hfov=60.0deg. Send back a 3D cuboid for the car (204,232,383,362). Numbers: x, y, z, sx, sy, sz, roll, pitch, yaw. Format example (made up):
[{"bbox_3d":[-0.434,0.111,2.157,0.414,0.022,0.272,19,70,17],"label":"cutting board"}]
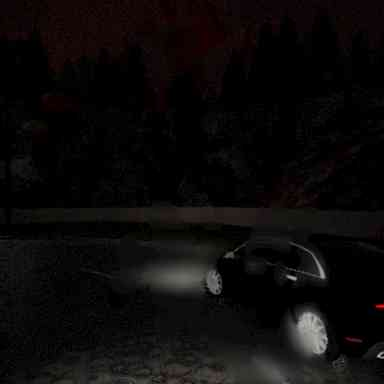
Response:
[{"bbox_3d":[1.871,1.489,6.057,1.837,1.490,4.892,0,-1,-23],"label":"car"}]
